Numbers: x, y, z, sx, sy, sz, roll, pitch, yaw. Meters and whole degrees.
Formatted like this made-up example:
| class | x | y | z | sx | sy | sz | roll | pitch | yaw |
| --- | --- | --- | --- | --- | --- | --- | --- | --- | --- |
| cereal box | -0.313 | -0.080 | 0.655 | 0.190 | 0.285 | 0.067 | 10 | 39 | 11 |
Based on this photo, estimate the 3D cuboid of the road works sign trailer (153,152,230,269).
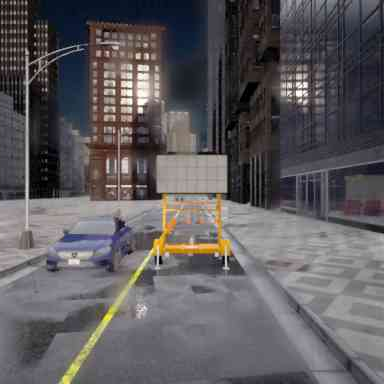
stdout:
| class | x | y | z | sx | sy | sz | roll | pitch | yaw |
| --- | --- | --- | --- | --- | --- | --- | --- | --- | --- |
| road works sign trailer | -0.002 | 0.465 | 11.085 | 2.380 | 3.560 | 2.880 | 0 | 0 | 0 |

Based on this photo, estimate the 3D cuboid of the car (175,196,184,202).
| class | x | y | z | sx | sy | sz | roll | pitch | yaw |
| --- | --- | --- | --- | --- | --- | --- | --- | --- | --- |
| car | -3.022 | 1.657 | 82.624 | 2.128 | 1.511 | 4.902 | 0 | 0 | 0 |

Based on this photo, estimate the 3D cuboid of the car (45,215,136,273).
| class | x | y | z | sx | sy | sz | roll | pitch | yaw |
| --- | --- | --- | --- | --- | --- | --- | --- | --- | --- |
| car | -3.002 | 1.526 | 10.790 | 1.812 | 1.442 | 4.674 | 0 | 0 | 0 |
